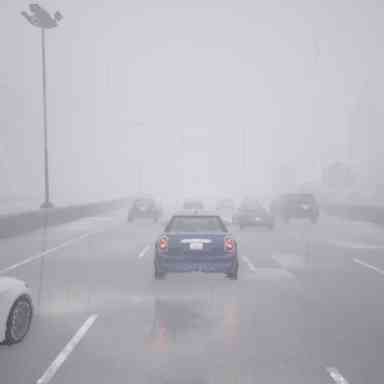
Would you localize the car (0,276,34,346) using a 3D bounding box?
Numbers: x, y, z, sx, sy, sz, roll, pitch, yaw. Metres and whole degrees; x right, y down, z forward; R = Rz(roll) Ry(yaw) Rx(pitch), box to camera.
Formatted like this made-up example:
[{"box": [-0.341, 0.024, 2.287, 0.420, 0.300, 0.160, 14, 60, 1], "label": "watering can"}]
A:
[{"box": [-3.399, 1.506, 3.324, 1.812, 1.442, 4.674, 0, 0, 0], "label": "car"}]

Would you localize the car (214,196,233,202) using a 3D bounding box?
[{"box": [3.619, 1.204, 37.956, 1.882, 1.535, 5.008, 0, 1, 0], "label": "car"}]

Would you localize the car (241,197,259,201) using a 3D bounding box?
[{"box": [7.120, 1.250, 41.037, 1.994, 1.385, 4.181, 0, 1, 0], "label": "car"}]

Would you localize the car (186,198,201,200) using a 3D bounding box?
[{"box": [0.116, 1.271, 31.745, 1.882, 1.535, 5.008, 0, 1, 0], "label": "car"}]

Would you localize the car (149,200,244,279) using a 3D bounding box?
[{"box": [0.105, 1.295, 10.031, 2.097, 1.767, 4.553, 0, 0, 0], "label": "car"}]

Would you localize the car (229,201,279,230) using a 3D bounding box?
[{"box": [3.610, 1.449, 20.253, 1.994, 1.385, 4.181, 0, 0, 0], "label": "car"}]

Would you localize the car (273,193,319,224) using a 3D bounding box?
[{"box": [7.111, 1.084, 23.550, 2.150, 2.045, 5.566, 0, 0, 0], "label": "car"}]

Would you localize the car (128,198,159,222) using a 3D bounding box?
[{"box": [-3.387, 1.204, 25.037, 2.097, 1.767, 4.553, 0, 0, 0], "label": "car"}]
